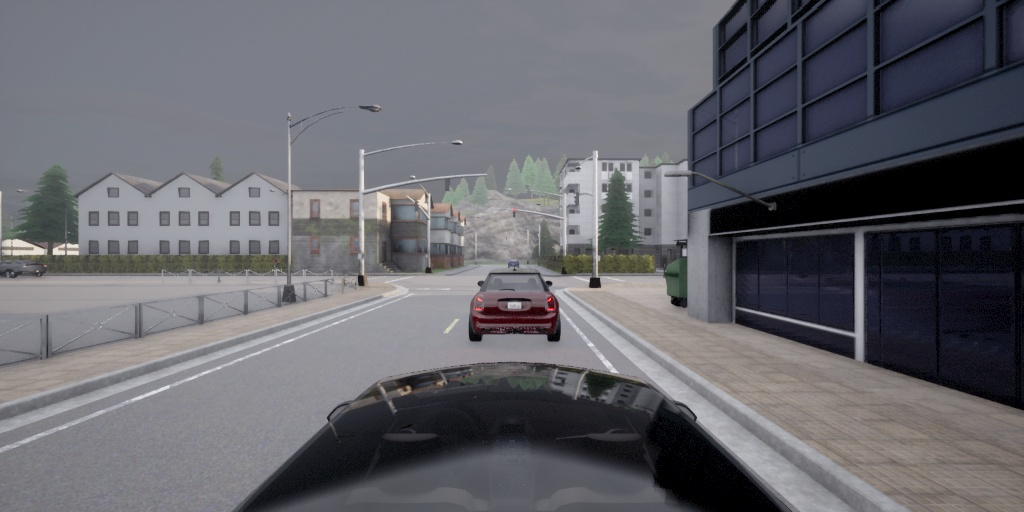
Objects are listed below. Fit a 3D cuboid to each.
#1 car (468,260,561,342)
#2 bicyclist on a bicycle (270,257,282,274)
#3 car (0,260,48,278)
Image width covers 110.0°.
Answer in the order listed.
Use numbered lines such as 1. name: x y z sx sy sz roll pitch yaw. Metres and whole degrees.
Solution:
1. car: 0.081 1.102 9.970 2.097 1.767 4.553 0 0 1
2. bicyclist on a bicycle: -22.227 0.874 33.802 0.582 1.620 1.656 0 0 0
3. car: -42.115 1.065 30.041 4.902 1.511 2.128 0 0 0
